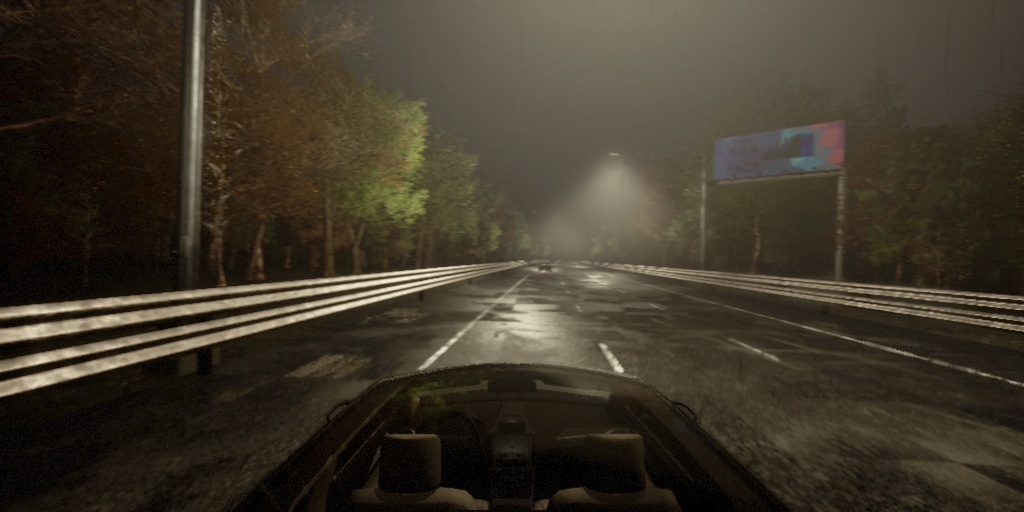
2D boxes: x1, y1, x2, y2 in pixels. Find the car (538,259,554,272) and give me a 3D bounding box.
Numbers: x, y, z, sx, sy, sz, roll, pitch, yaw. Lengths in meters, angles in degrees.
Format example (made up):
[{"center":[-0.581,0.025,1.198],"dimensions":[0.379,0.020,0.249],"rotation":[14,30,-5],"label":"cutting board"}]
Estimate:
[{"center":[4.985,1.627,53.773],"dimensions":[2.128,1.511,4.902],"rotation":[1,-1,7],"label":"car"}]
